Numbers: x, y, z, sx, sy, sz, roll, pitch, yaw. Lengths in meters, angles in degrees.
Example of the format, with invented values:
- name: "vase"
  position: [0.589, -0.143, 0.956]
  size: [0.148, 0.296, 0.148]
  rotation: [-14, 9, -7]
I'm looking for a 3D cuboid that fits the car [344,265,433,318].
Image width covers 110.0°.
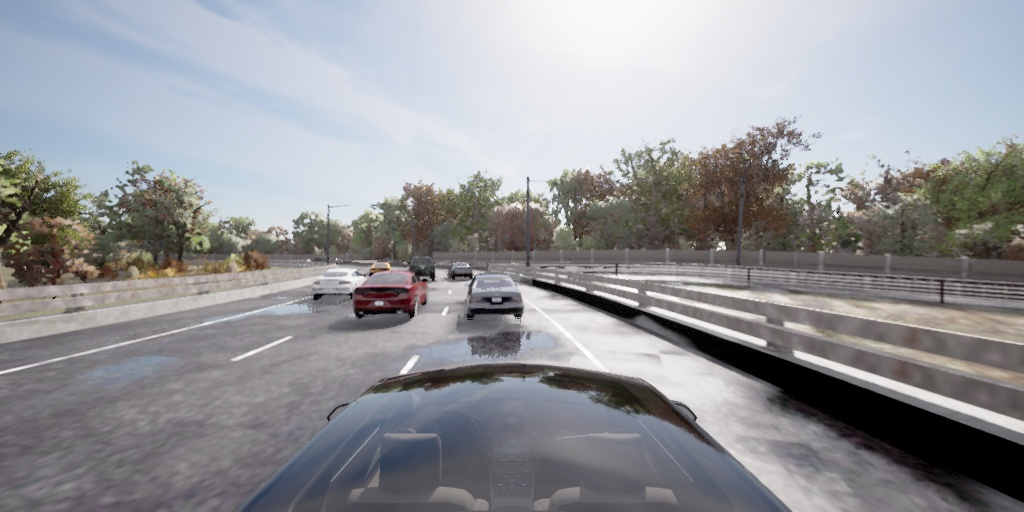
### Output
- name: "car"
  position: [-4.297, 1.283, 13.342]
  size: [1.882, 1.535, 5.008]
  rotation: [0, 0, -6]

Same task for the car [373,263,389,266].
- name: "car"
  position: [-12.353, 1.381, 33.890]
  size: [1.882, 1.535, 5.008]
  rotation: [0, 0, -18]

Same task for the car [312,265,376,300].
- name: "car"
  position: [-8.532, 1.358, 18.221]
  size: [1.812, 1.442, 4.674]
  rotation: [0, 0, -9]

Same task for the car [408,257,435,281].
- name: "car"
  position: [-8.094, 1.110, 32.129]
  size: [2.150, 2.045, 5.566]
  rotation: [0, 0, -16]

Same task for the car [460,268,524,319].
- name: "car"
  position: [-0.735, 1.346, 13.046]
  size: [2.033, 1.411, 5.357]
  rotation: [0, 0, -7]

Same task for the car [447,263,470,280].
- name: "car"
  position: [-4.952, 1.382, 33.706]
  size: [2.128, 1.511, 4.902]
  rotation: [0, 0, -16]
